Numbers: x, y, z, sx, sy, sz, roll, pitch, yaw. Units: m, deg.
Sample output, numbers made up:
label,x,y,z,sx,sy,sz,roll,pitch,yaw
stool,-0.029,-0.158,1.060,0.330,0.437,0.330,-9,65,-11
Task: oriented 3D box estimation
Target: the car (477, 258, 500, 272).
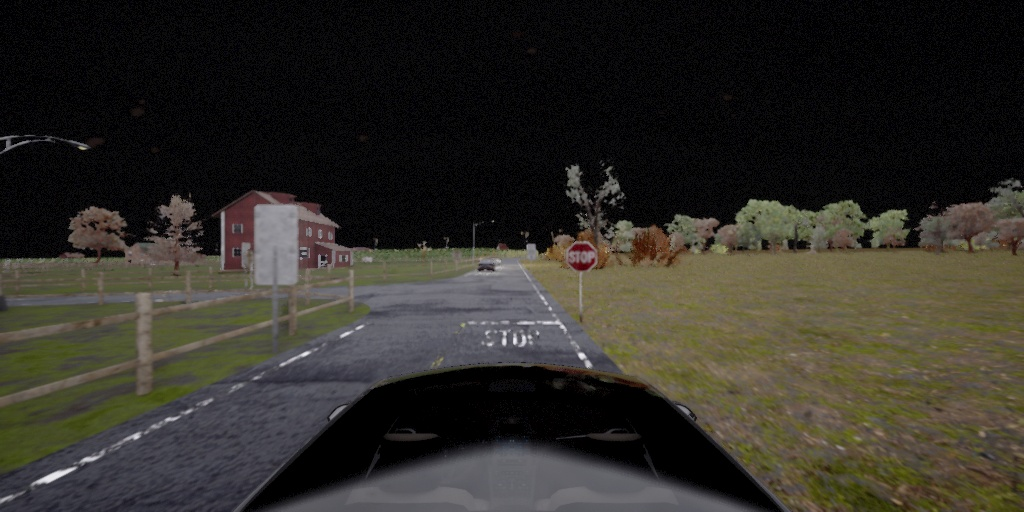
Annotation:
label,x,y,z,sx,sy,sz,roll,pitch,yaw
car,-2.760,1.041,39.819,2.033,1.411,5.357,0,1,0
